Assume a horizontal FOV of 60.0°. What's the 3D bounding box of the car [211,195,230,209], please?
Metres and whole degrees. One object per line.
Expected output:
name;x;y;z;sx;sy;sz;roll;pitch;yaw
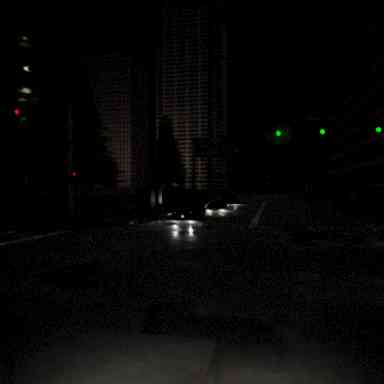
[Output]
car;3.248;1.299;41.844;1.882;1.535;5.008;0;0;13

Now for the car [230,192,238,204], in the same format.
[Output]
car;6.866;1.255;57.115;1.837;1.490;4.892;0;0;14

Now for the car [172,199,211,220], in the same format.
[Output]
car;-0.100;1.437;27.604;2.033;1.411;5.357;0;0;13
